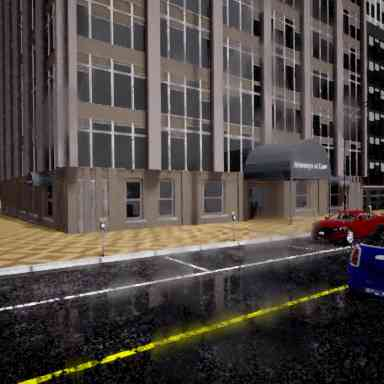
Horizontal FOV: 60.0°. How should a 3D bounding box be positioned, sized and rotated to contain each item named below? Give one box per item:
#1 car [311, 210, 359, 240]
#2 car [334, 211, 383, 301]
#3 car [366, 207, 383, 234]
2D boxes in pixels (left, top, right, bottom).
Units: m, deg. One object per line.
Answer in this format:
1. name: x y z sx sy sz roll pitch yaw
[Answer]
1. car: 7.474 1.542 15.764 4.507 1.381 1.887 0 -1 -35
2. car: 5.370 1.350 7.145 4.553 1.767 2.097 0 0 -36
3. car: 12.101 1.547 19.065 4.403 1.369 2.008 0 -1 -35
